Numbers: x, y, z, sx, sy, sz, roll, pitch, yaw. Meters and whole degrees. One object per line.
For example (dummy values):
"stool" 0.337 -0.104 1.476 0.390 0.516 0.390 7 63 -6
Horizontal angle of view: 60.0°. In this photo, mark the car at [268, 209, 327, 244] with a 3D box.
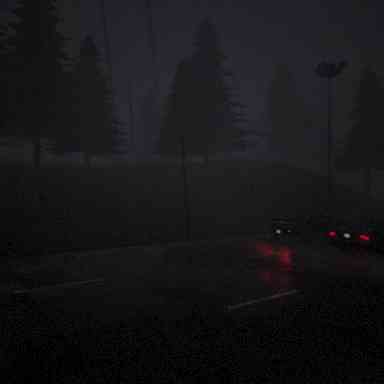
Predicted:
"car" 5.961 1.628 16.714 4.902 1.511 2.128 1 0 -35

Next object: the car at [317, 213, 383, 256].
"car" 7.745 1.680 13.691 5.357 1.411 2.033 1 0 -35
